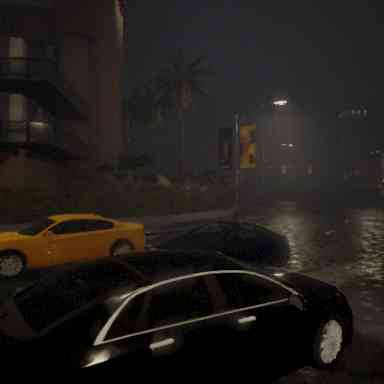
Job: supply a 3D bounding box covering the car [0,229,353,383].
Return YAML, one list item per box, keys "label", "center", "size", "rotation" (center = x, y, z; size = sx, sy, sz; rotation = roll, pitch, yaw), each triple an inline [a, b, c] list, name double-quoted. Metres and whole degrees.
- label: "car"
  center: [0.009, 1.484, 4.021]
  size: [4.892, 1.490, 1.837]
  rotation: [0, 1, -35]

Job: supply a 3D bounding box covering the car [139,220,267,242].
- label: "car"
  center: [0.906, 1.518, 9.374]
  size: [4.181, 1.385, 1.994]
  rotation: [0, 0, -39]

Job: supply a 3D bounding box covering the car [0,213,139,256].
- label: "car"
  center: [-3.825, 1.424, 10.069]
  size: [5.008, 1.535, 1.882]
  rotation: [0, 1, -36]

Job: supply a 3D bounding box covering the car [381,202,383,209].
- label: "car"
  center: [23.723, 1.362, 38.324]
  size: [1.812, 1.442, 4.674]
  rotation: [0, 0, 5]
